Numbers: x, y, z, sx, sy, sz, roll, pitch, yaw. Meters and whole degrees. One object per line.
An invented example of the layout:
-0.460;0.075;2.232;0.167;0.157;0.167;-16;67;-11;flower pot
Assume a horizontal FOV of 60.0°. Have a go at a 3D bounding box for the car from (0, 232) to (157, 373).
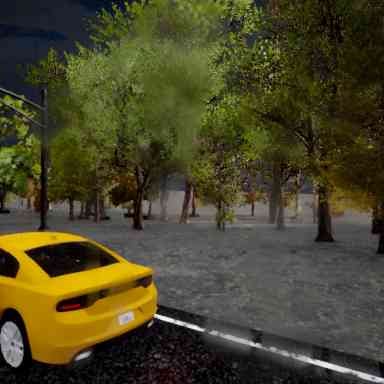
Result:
-2.864;1.442;5.726;5.008;1.535;1.882;1;0;35;car
